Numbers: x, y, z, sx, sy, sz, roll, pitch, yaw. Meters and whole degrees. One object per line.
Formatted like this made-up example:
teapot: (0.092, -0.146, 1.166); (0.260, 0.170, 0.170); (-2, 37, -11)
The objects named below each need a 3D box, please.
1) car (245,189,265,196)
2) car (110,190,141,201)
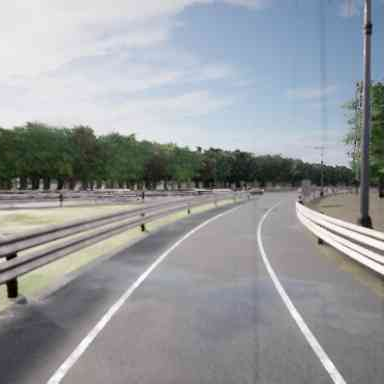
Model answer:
car: (13.577, 0.050, 71.641); (2.033, 1.411, 5.357); (2, 2, 42)
car: (-9.357, 0.500, 46.929); (1.812, 1.442, 4.674); (2, 2, 44)
